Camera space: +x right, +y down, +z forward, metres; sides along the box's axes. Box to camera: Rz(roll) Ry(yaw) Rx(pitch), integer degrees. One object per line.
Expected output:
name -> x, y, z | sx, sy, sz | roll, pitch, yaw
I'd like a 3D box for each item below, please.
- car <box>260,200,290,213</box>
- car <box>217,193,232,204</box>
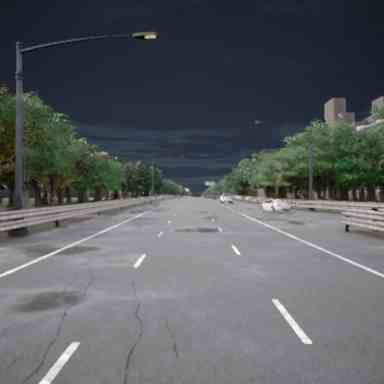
car -> 9.571, 1.597, 38.399 | 1.812, 1.442, 4.674 | 0, 0, -14
car -> 7.025, 1.267, 68.615 | 2.150, 2.045, 5.566 | 0, 0, 0
